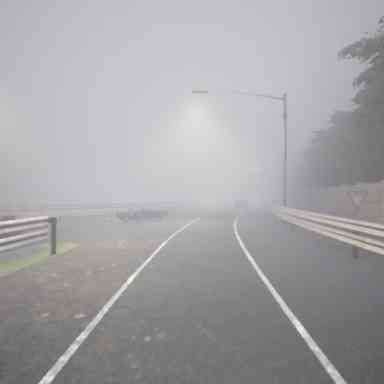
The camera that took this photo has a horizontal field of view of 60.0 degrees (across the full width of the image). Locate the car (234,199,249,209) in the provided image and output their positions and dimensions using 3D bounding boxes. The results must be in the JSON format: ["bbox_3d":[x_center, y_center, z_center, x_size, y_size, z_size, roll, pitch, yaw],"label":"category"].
[{"bbox_3d":[8.574,1.956,57.028,2.097,1.767,4.553,0,-1,15],"label":"car"}]

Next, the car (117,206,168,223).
[{"bbox_3d":[-3.997,1.821,27.955,1.895,1.301,4.718,0,-1,32],"label":"car"}]
